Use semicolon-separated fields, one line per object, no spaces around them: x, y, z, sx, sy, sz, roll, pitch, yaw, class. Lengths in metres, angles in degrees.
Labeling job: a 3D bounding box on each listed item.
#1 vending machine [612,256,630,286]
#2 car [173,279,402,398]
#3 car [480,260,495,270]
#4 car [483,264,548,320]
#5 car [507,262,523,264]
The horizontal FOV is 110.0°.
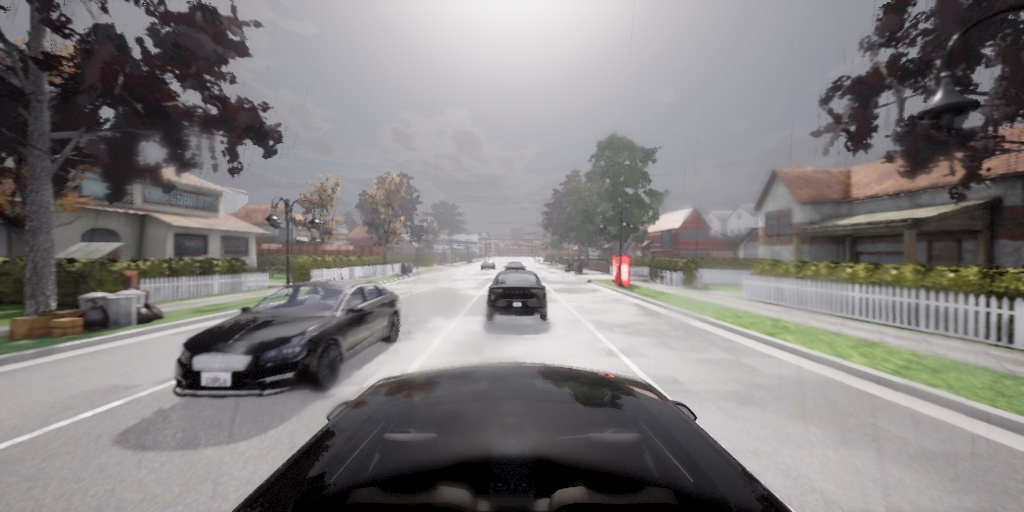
6.991;0.958;22.967;1.100;2.100;0.880;0;0;0;vending machine
-3.581;1.234;6.808;2.128;1.511;4.902;0;0;0;car
-3.315;1.289;50.399;1.994;1.385;4.181;0;0;1;car
0.159;1.227;12.690;1.882;1.535;5.008;0;0;0;car
0.253;1.254;31.386;1.837;1.490;4.892;0;0;0;car
